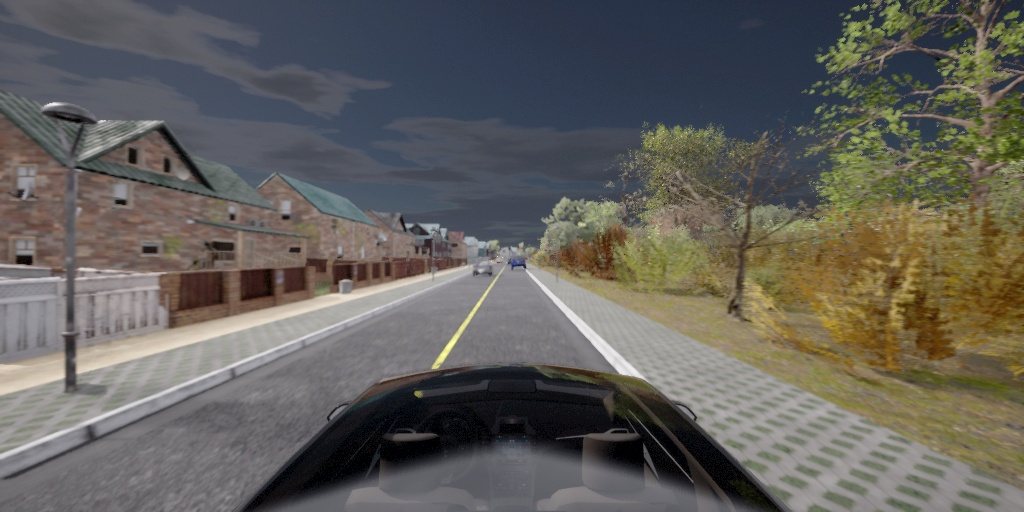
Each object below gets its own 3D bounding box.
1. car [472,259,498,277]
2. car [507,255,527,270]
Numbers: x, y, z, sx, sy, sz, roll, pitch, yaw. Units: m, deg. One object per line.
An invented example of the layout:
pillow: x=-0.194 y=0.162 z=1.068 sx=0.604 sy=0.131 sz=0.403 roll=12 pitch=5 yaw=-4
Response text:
car: x=-2.838 y=1.243 z=35.626 sx=2.128 sy=1.511 sz=4.902 roll=0 pitch=0 yaw=0
car: x=0.873 y=0.893 z=51.462 sx=2.150 sy=2.045 sz=5.566 roll=-5 pitch=0 yaw=0
